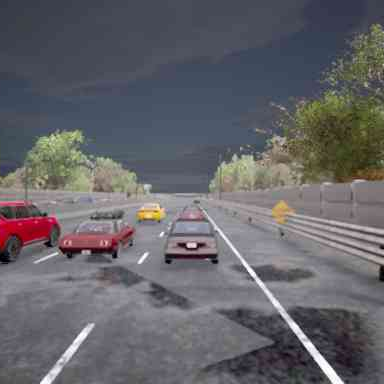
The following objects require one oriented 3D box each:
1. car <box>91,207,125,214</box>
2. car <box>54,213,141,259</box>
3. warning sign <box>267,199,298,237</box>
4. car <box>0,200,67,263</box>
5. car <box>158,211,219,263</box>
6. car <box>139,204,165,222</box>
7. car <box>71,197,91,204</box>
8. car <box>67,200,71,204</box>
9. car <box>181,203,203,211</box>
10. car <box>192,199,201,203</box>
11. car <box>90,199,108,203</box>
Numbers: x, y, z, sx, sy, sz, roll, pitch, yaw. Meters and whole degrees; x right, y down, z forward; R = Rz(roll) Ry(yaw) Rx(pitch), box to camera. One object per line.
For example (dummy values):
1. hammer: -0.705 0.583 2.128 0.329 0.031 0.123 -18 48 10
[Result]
1. car: -6.990 1.906 28.260 1.895 1.301 4.718 0 -1 0
2. car: -3.487 1.741 13.255 1.895 1.301 4.718 0 -1 0
3. warning sign: 4.546 1.293 16.799 1.300 1.860 1.060 0 -1 0
4. car: -6.993 1.357 12.598 2.150 2.045 5.566 0 0 0
5. car: 0.005 1.680 12.543 2.033 1.411 5.357 0 -1 0
6. car: -3.480 1.794 29.265 1.882 1.535 5.008 0 0 0
7. car: -21.011 1.961 64.596 2.150 2.045 5.566 0 0 0
8. car: -24.511 2.258 64.550 2.128 1.511 4.902 0 -1 0
9. car: 0.010 1.873 28.480 1.994 1.385 4.181 0 -1 1
10. car: 1.210 2.526 86.788 1.837 1.490 4.892 0 -1 0
11. car: -17.519 2.245 64.807 2.128 1.511 4.902 0 -1 0
